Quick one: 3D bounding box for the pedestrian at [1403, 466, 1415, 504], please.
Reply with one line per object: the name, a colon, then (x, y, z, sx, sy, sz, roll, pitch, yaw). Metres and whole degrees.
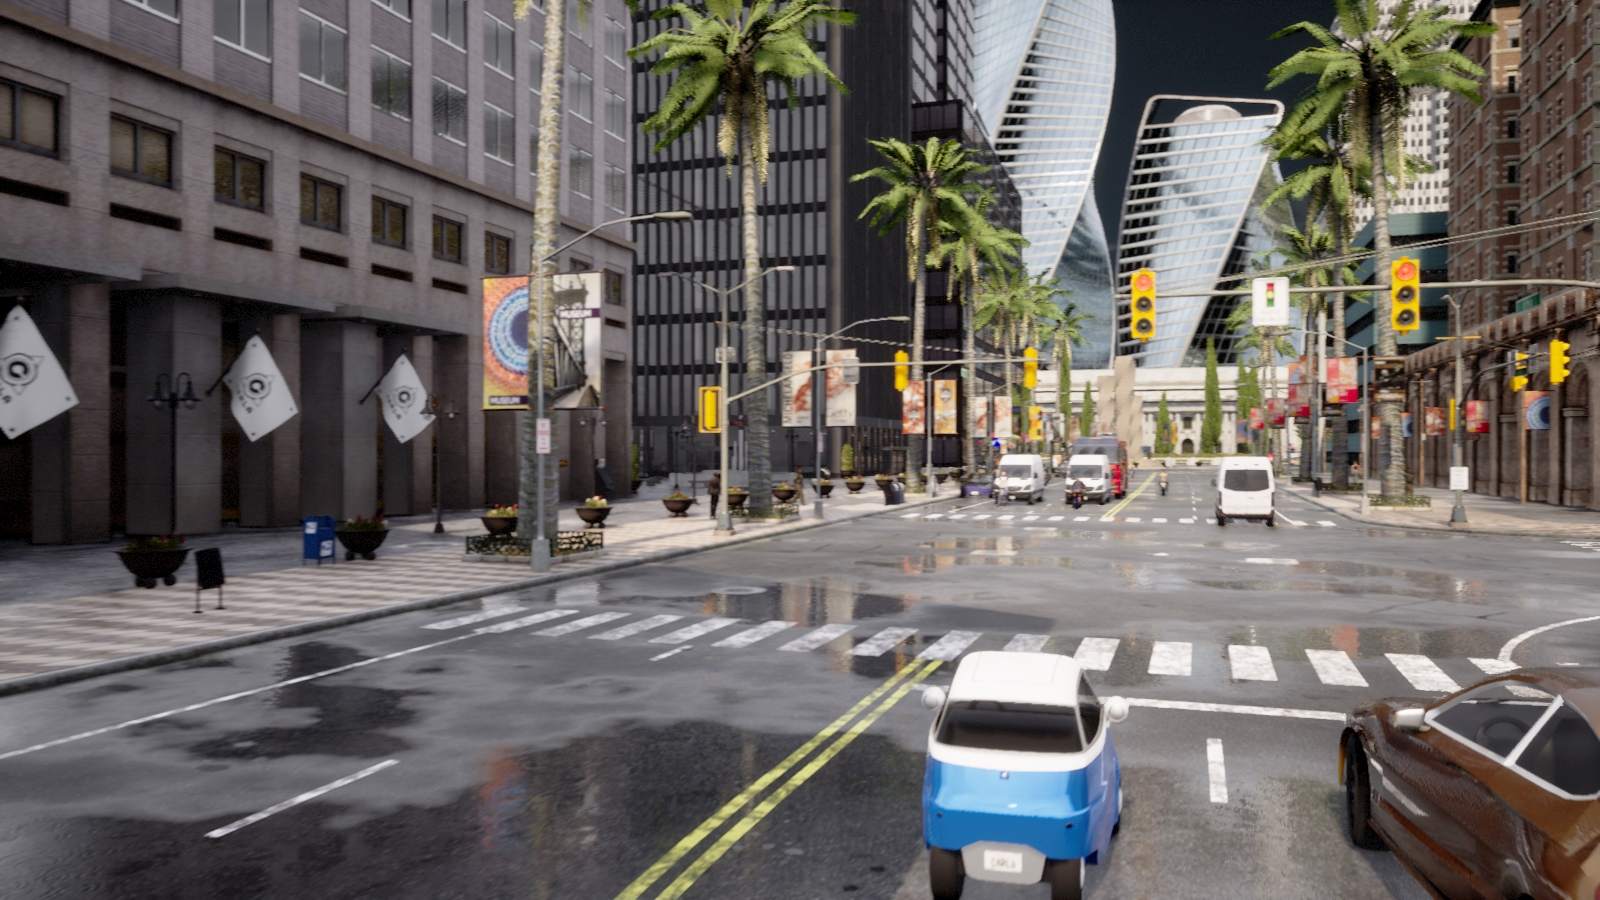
pedestrian: (29.602, 1.708, 55.536, 0.375, 1.860, 0.375, 0, 0, 8)

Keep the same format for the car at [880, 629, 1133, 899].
car: (1.492, 2.121, 7.845, 1.481, 1.376, 2.207, 0, 0, 15)

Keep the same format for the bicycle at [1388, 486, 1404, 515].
bicycle: (26.107, 2.216, 50.025, 0.373, 1.196, 1.643, 0, 0, 19)

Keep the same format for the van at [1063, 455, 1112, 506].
van: (15.210, 1.540, 60.225, 1.988, 2.561, 5.915, 0, 0, 19)

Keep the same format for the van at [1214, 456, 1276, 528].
van: (17.184, 1.541, 44.308, 1.988, 2.561, 5.915, 0, 0, 19)

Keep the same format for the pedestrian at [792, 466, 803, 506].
pedestrian: (-0.114, 1.697, 53.435, 0.375, 1.860, 0.375, 0, 0, 40)

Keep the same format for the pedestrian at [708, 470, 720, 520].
pedestrian: (-3.261, 1.696, 43.162, 0.375, 1.860, 0.375, 0, 0, 7)

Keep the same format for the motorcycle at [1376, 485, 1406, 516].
motorcycle: (26.093, 2.215, 50.472, 0.867, 1.251, 2.209, 0, 0, 19)

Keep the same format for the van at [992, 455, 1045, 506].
van: (11.675, 1.539, 60.702, 1.988, 2.561, 5.915, 0, 0, 19)

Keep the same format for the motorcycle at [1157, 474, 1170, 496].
motorcycle: (22.788, 2.178, 71.593, 0.764, 1.277, 2.356, 0, 0, 19)

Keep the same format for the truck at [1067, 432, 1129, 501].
truck: (17.741, 0.897, 67.640, 2.891, 3.827, 8.468, 0, 0, 19)

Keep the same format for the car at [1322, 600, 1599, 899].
car: (4.527, 1.994, 6.183, 2.152, 1.651, 5.027, 0, 0, 13)
